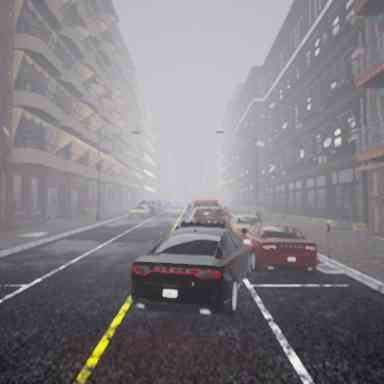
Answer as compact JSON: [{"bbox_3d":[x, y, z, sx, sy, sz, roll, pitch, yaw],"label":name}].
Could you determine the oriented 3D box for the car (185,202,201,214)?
[{"bbox_3d":[0.205,2.072,44.275,1.994,1.385,4.181,0,-1,1],"label":"car"}]

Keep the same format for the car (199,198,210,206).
[{"bbox_3d":[2.891,2.261,77.336,2.192,1.841,5.009,1,-1,0],"label":"car"}]

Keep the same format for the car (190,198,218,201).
[{"bbox_3d":[0.932,1.484,23.682,2.150,2.045,5.566,0,-1,0],"label":"car"}]

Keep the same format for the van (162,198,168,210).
[{"bbox_3d":[-5.072,1.925,49.778,1.690,1.788,3.998,1,-1,0],"label":"van"}]

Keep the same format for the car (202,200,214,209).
[{"bbox_3d":[2.850,2.263,60.741,1.887,1.381,4.507,1,-1,0],"label":"car"}]

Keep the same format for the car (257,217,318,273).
[{"bbox_3d":[2.638,1.659,10.969,1.887,1.381,4.507,1,-1,0],"label":"car"}]

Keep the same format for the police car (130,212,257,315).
[{"bbox_3d":[0.316,1.510,8.030,1.930,1.638,5.238,0,-1,15],"label":"police car"}]

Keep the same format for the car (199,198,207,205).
[{"bbox_3d":[2.935,2.547,88.397,1.967,1.590,4.097,1,-1,0],"label":"car"}]

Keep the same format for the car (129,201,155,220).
[{"bbox_3d":[-5.148,1.904,33.017,1.752,1.417,4.829,1,-1,0],"label":"car"}]

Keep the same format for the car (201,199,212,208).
[{"bbox_3d":[2.883,2.233,66.274,1.967,1.590,4.097,1,-1,0],"label":"car"}]

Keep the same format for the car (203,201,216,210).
[{"bbox_3d":[2.827,2.189,55.212,1.887,1.381,4.507,1,-1,0],"label":"car"}]

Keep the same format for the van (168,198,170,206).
[{"bbox_3d":[-5.049,1.997,55.309,1.690,1.788,3.998,1,-1,0],"label":"van"}]

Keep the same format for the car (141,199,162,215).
[{"bbox_3d":[-5.118,1.762,38.721,2.192,1.841,5.009,1,-1,0],"label":"car"}]

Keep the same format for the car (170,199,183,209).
[{"bbox_3d":[-2.499,2.277,57.103,1.895,1.301,4.718,0,-1,0],"label":"car"}]

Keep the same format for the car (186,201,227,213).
[{"bbox_3d":[0.770,1.541,17.572,2.097,1.767,4.553,0,-1,-3],"label":"car"}]

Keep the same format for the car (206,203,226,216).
[{"bbox_3d":[2.755,1.985,38.621,2.008,1.369,4.403,1,-1,0],"label":"car"}]

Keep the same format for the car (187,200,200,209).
[{"bbox_3d":[0.256,2.181,58.365,2.128,1.511,4.902,0,-1,0],"label":"car"}]

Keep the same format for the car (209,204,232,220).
[{"bbox_3d":[2.732,1.913,33.090,1.887,1.381,4.507,1,-1,0],"label":"car"}]

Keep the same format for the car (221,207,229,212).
[{"bbox_3d":[2.662,1.702,16.671,1.752,1.417,4.829,1,-1,0],"label":"car"}]
